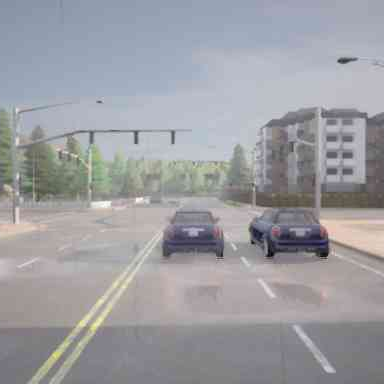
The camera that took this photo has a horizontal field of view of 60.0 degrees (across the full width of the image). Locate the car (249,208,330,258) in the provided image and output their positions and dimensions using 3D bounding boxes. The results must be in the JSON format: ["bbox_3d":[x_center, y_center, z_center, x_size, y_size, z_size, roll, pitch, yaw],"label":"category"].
[{"bbox_3d":[3.560,1.381,12.996,2.097,1.767,4.553,0,0,0],"label":"car"}]

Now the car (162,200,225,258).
[{"bbox_3d":[0.060,1.381,12.986,2.097,1.767,4.553,0,0,0],"label":"car"}]

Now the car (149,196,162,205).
[{"bbox_3d":[-7.032,1.496,64.853,2.097,1.767,4.553,0,0,0],"label":"car"}]

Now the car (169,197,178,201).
[{"bbox_3d":[-3.530,1.669,64.795,1.812,1.442,4.674,0,0,1],"label":"car"}]
